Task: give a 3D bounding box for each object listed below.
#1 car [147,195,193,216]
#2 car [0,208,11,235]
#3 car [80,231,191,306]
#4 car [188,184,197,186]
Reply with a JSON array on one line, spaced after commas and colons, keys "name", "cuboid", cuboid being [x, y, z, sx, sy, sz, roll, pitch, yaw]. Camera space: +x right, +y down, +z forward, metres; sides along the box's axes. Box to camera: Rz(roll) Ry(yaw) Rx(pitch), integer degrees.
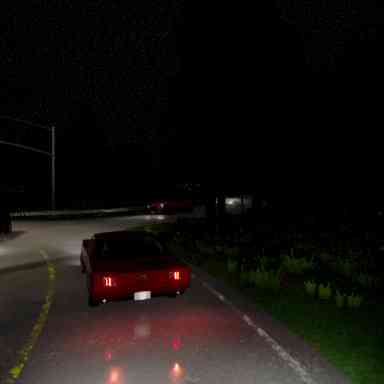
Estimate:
[{"name": "car", "cuboid": [-2.001, 1.159, 31.096, 2.097, 1.767, 4.553, 0, 2, 42]}, {"name": "car", "cuboid": [-10.109, 1.511, 15.934, 1.837, 1.490, 4.892, -3, 1, -16]}, {"name": "car", "cuboid": [-1.678, 1.601, 8.145, 1.895, 1.301, 4.718, 0, 0, -21]}, {"name": "car", "cuboid": [0.142, -1.822, 70.087, 2.128, 1.511, 4.902, 0, 5, -1]}]
